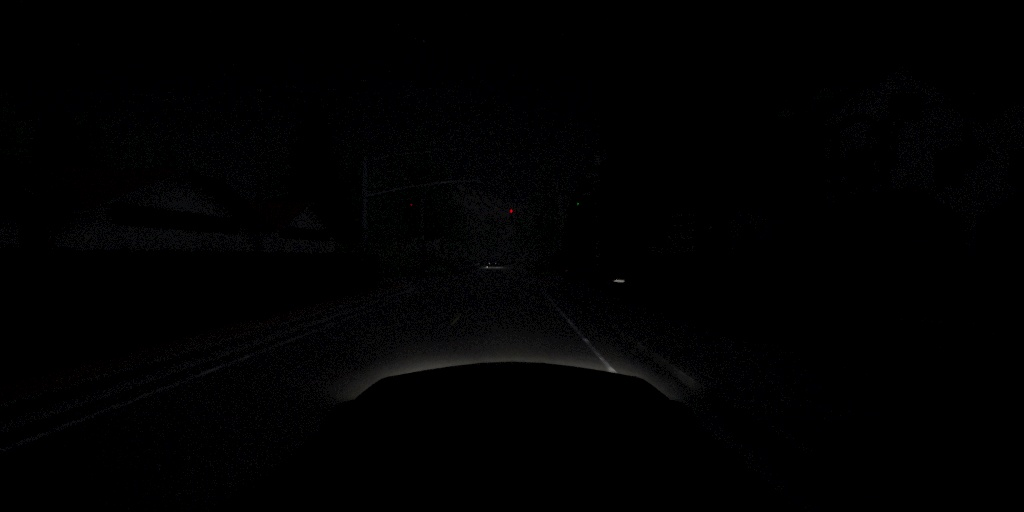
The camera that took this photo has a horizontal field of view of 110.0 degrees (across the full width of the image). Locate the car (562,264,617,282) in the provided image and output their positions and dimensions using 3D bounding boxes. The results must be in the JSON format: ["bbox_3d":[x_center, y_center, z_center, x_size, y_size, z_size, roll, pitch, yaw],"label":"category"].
[{"bbox_3d":[6.065,1.300,28.309,4.181,1.385,1.994,0,0,0],"label":"car"}]
